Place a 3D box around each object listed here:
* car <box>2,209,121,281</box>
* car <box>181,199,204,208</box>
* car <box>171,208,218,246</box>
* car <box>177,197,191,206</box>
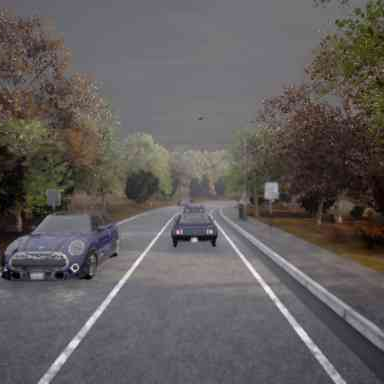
[{"bbox_3d":[-3.594,1.363,9.971,2.097,1.767,4.553,0,0,0],"label":"car"},{"bbox_3d":[0.253,1.642,31.354,1.895,1.301,4.718,0,0,2],"label":"car"},{"bbox_3d":[0.100,1.620,15.446,1.895,1.301,4.718,0,0,0],"label":"car"},{"bbox_3d":[-1.025,1.553,53.349,2.128,1.511,4.902,1,0,11],"label":"car"}]
